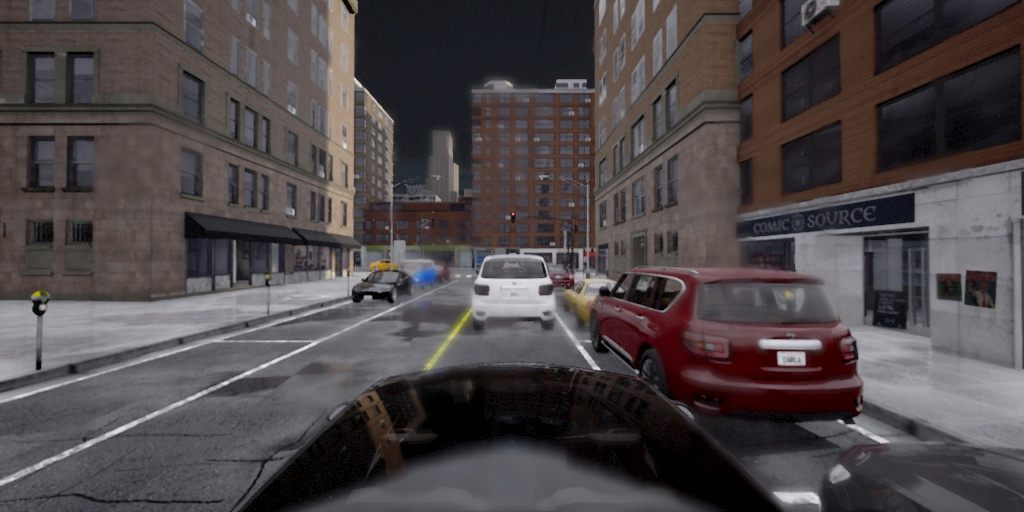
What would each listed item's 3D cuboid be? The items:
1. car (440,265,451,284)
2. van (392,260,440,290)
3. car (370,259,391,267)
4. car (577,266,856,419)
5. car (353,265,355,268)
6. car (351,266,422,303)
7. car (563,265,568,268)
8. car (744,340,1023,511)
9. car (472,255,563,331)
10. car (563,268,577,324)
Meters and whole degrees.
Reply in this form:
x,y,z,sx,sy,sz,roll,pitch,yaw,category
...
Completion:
x,y,z,sx,sy,sz,roll,pitch,yaw,category
-5.880,1.329,27.746,1.888,1.381,4.507,0,0,0,car
-5.875,1.116,22.264,1.690,1.789,3.998,0,0,0,van
-14.751,1.164,43.877,5.008,1.535,1.882,0,-1,0,car
2.666,1.068,5.822,2.192,1.841,5.009,0,0,0,car
-20.341,1.116,40.658,4.892,1.490,1.837,0,-1,0,car
-5.870,1.333,16.781,1.948,1.339,4.313,0,0,0,car
2.651,1.215,22.270,1.967,1.591,4.097,0,0,0,car
2.671,1.300,0.341,2.007,1.370,4.403,0,0,0,car
0.025,0.981,11.139,2.150,2.045,5.566,0,0,-1,car
2.661,1.285,11.475,1.751,1.417,4.829,0,0,0,car
